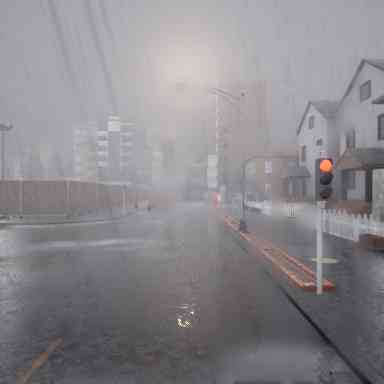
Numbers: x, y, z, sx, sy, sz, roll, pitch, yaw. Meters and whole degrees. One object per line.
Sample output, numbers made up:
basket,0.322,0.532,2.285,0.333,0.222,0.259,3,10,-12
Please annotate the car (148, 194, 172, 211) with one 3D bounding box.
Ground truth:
car,-4.082,1.221,41.246,2.150,2.045,5.566,0,0,0
